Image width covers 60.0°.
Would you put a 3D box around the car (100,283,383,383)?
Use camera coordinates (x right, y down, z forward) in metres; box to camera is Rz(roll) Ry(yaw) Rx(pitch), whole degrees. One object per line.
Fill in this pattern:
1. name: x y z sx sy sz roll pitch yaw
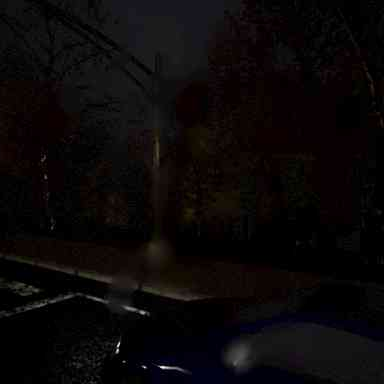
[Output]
1. car: 1.135 1.564 2.873 4.181 1.385 1.994 0 0 35
